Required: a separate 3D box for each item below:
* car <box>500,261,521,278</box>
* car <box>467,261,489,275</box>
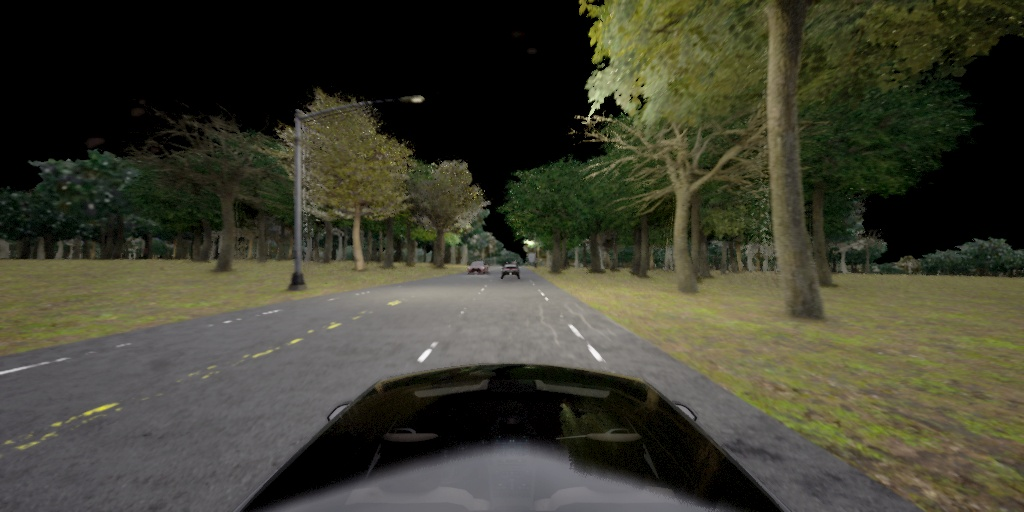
[{"bbox_3d":[-0.146,1.460,36.683,1.837,1.490,4.892,0,0,0],"label":"car"},{"bbox_3d":[-4.031,1.352,43.527,2.097,1.767,4.553,0,0,4],"label":"car"}]
